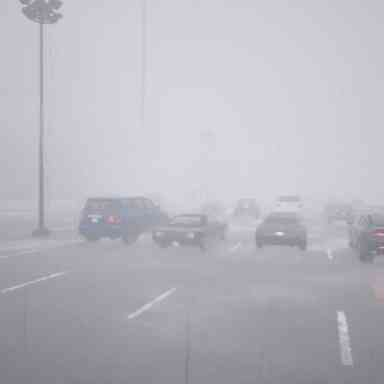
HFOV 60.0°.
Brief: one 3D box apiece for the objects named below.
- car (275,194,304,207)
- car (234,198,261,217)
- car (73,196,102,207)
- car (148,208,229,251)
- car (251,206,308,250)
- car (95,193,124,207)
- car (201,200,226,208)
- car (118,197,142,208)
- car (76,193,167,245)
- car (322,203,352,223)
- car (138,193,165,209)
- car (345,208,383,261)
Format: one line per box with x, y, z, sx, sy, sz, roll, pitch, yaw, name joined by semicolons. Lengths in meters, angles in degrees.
8.299;1.186;28.397;2.150;2.045;5.566;0;0;15;car
5.152;1.310;30.262;2.097;1.767;4.553;0;0;15;car
-15.721;1.415;50.229;2.128;1.511;4.902;0;0;10;car
0.178;1.581;14.159;1.895;1.301;4.718;0;0;20;car
3.991;1.544;14.462;1.994;1.385;4.181;0;0;19;car
-12.222;1.147;49.838;2.150;2.045;5.566;0;0;9;car
2.133;1.480;32.530;1.812;1.442;4.674;0;0;14;car
-8.928;1.435;48.510;1.837;1.490;4.892;0;0;10;car
-2.956;1.200;15.773;2.150;2.045;5.566;0;0;20;car
10.955;1.516;24.907;2.033;1.411;5.357;0;0;16;car
-5.626;1.152;46.970;2.150;2.045;5.566;0;0;10;car
6.783;1.486;11.860;1.837;1.490;4.892;0;-1;20;car
